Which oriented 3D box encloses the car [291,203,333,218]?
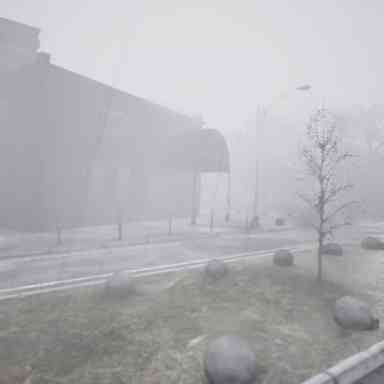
[{"bbox_3d":[14.111,2.067,39.255,4.553,1.767,2.097,1,-1,29],"label":"car"}]
